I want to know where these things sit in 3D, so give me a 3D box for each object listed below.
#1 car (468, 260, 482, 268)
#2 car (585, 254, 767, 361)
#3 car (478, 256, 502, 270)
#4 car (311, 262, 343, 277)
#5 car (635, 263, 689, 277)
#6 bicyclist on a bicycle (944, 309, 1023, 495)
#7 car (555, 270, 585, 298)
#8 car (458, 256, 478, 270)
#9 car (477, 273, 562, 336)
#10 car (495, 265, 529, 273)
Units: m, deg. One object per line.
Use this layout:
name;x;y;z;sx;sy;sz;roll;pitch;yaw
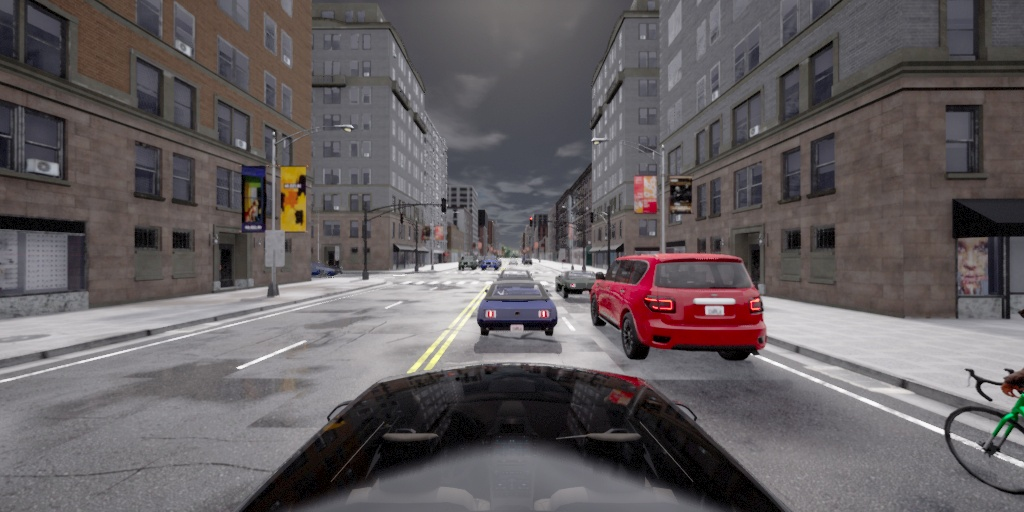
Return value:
car;-6.340;1.323;61.494;1.994;1.385;4.181;0;0;0
car;3.349;0.971;8.455;2.150;2.045;5.566;0;0;2
car;-3.118;0.980;51.787;2.150;2.045;5.566;0;0;2
car;-18.952;1.277;33.826;5.357;1.411;2.033;0;0;1
car;15.196;1.404;36.504;4.718;1.301;1.895;0;0;0
bicyclist on a bicycle;4.149;1.203;2.624;0.582;1.620;1.656;0;0;0
car;3.312;1.351;18.223;1.895;1.301;4.718;0;0;0
car;-6.392;0.980;52.088;2.150;2.045;5.566;0;0;0
car;0.132;1.351;10.381;1.895;1.301;4.718;0;0;0
car;0.167;1.352;19.485;1.895;1.301;4.718;0;0;0
